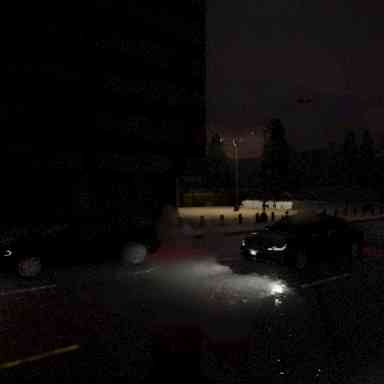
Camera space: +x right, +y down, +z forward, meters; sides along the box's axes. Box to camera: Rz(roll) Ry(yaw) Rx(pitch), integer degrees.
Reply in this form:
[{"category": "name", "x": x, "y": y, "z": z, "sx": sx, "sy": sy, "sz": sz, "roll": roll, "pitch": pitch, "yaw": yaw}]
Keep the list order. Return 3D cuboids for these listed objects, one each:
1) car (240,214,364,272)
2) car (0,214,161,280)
[{"category": "car", "x": 3.737, "y": 1.503, "z": 10.932, "sx": 4.892, "sy": 1.490, "sz": 1.837, "roll": 0, "pitch": 0, "yaw": -35}, {"category": "car", "x": -3.354, "y": 1.476, "z": 10.161, "sx": 5.008, "sy": 1.535, "sz": 1.882, "roll": 0, "pitch": 0, "yaw": -35}]
